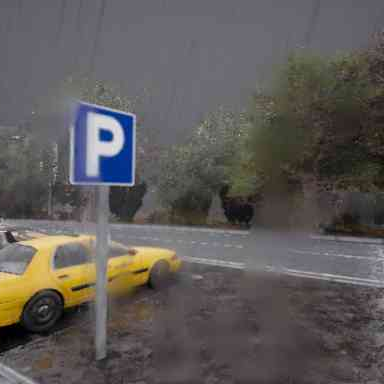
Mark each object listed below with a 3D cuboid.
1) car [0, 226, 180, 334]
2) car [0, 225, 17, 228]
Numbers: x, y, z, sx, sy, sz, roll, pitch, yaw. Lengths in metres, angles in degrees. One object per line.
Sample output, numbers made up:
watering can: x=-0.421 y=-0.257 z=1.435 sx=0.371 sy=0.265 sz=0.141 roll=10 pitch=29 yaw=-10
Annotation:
car: x=-2.374 y=1.551 z=7.059 sx=1.946 sy=1.575 sz=5.366 roll=-1 pitch=-1 yaw=35
car: x=-4.740 y=1.602 z=8.508 sx=2.231 sy=1.521 sz=4.892 roll=-1 pitch=-1 yaw=35
